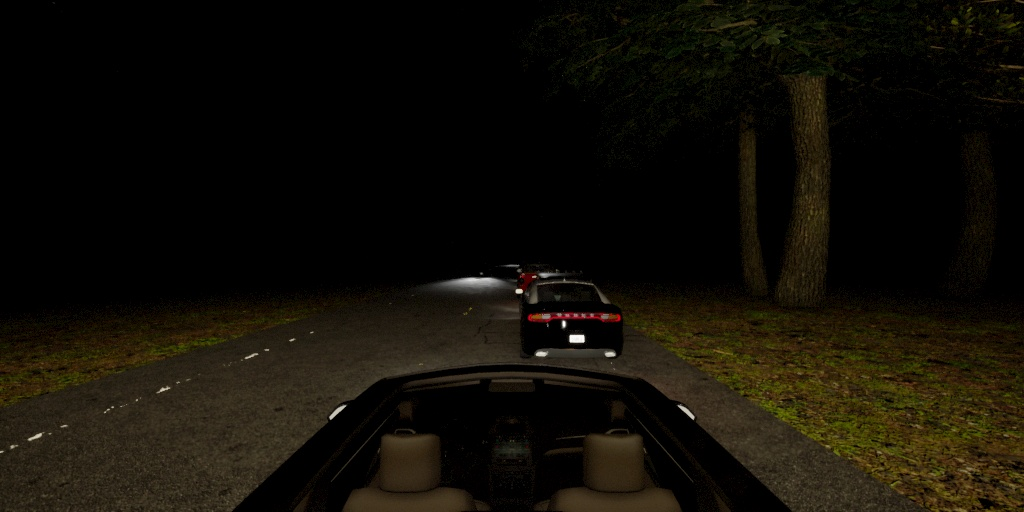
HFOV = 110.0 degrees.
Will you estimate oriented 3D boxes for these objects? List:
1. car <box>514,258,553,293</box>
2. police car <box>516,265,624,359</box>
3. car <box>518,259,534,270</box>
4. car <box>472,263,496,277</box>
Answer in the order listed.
[{"bbox_3d":[1.329,1.082,18.370,2.097,1.767,4.553,0,0,2],"label":"car"},{"bbox_3d":[1.119,1.169,8.549,1.930,1.638,5.238,0,0,1],"label":"police car"},{"bbox_3d":[2.017,1.225,50.941,2.033,1.411,5.357,0,0,4],"label":"car"},{"bbox_3d":[-2.659,1.302,34.768,1.895,1.301,4.718,0,0,3],"label":"car"}]
